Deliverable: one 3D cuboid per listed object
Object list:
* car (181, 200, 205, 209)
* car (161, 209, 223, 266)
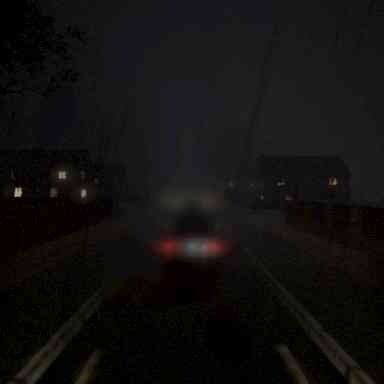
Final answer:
[{"bbox_3d":[0.058,1.475,28.982,1.882,1.535,5.008,1,-1,0],"label":"car"},{"bbox_3d":[0.024,1.532,11.426,2.033,1.411,5.357,0,0,1],"label":"car"}]
